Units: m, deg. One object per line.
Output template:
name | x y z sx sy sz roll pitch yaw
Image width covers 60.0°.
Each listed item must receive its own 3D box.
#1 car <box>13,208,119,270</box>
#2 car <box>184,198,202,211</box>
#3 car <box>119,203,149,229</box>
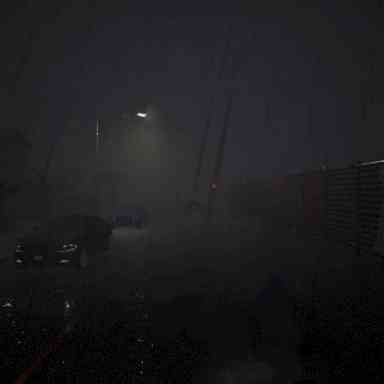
car | -4.082 1.492 11.334 1.882 1.535 5.008 0 0 0
car | 0.126 1.556 40.937 1.837 1.490 4.892 0 0 0
car | -4.035 1.506 22.083 1.882 1.535 5.008 0 0 1
